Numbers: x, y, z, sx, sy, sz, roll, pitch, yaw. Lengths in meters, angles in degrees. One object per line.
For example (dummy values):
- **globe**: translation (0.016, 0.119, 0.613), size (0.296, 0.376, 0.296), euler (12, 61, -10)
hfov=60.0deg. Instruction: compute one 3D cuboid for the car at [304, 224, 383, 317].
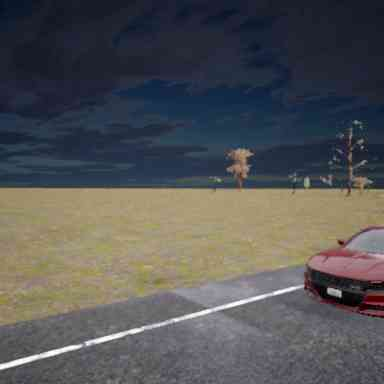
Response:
- **car**: translation (4.489, 1.459, 7.197), size (5.008, 1.535, 1.882), euler (0, 0, -36)
